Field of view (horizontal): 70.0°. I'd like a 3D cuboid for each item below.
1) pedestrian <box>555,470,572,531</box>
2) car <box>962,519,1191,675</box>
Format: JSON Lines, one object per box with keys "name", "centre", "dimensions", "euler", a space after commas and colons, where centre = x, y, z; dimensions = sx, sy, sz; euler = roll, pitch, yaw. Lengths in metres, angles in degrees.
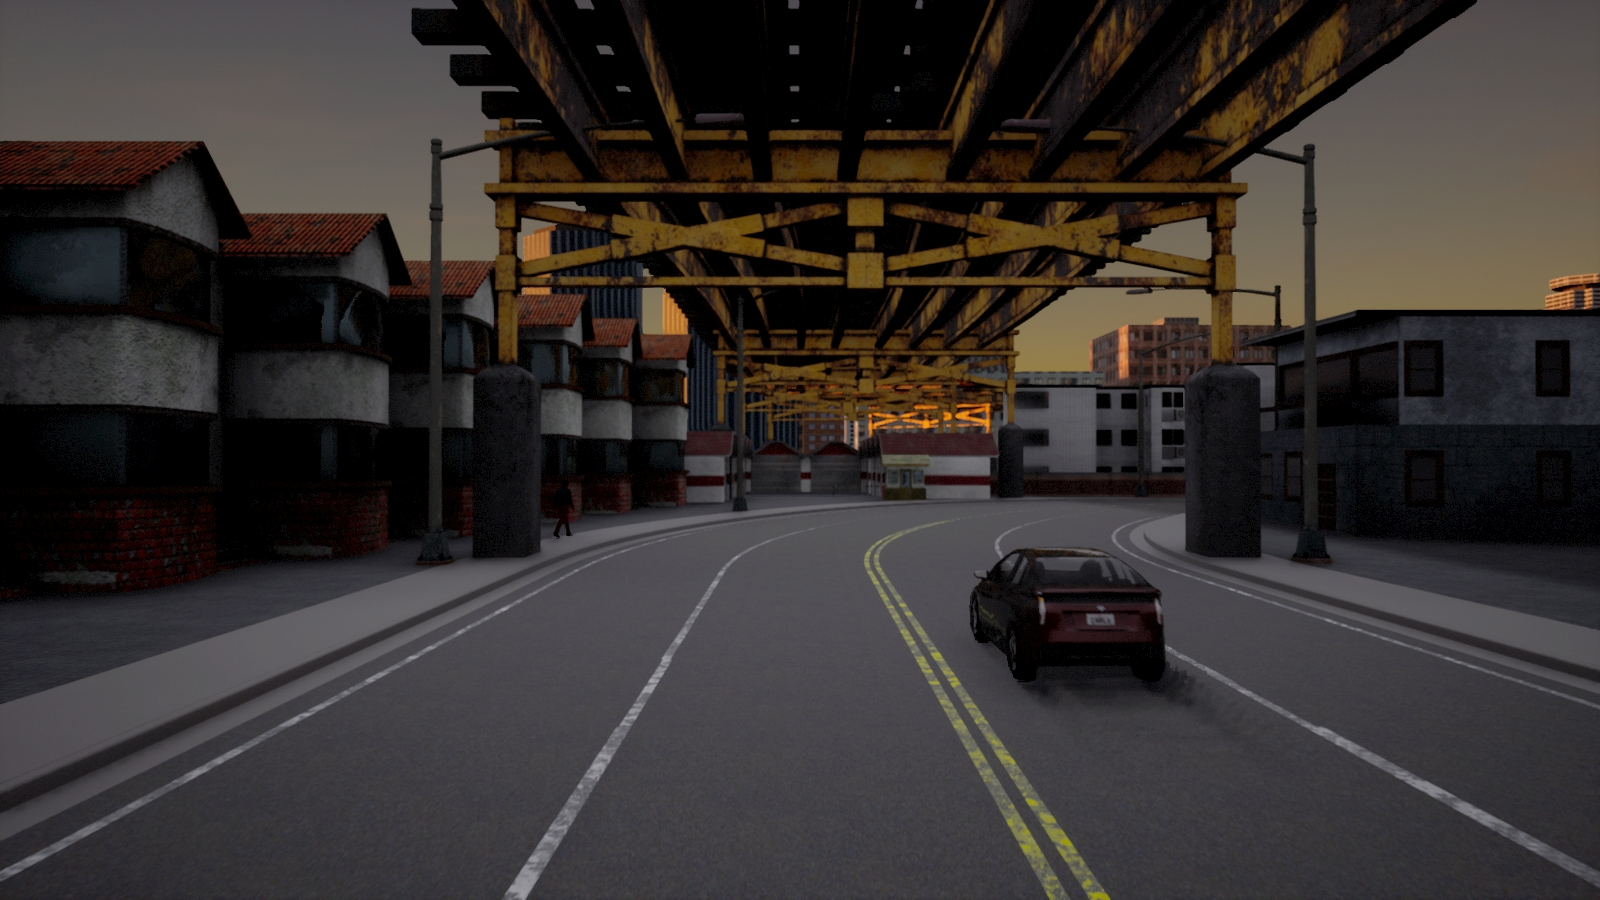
{"name": "pedestrian", "centre": [-7.232, 1.528, 34.935], "dimensions": [0.375, 1.860, 0.375], "euler": [0, -1, 22]}
{"name": "car", "centre": [3.495, 1.824, 15.384], "dimensions": [2.007, 1.525, 4.514], "euler": [0, 0, 0]}
